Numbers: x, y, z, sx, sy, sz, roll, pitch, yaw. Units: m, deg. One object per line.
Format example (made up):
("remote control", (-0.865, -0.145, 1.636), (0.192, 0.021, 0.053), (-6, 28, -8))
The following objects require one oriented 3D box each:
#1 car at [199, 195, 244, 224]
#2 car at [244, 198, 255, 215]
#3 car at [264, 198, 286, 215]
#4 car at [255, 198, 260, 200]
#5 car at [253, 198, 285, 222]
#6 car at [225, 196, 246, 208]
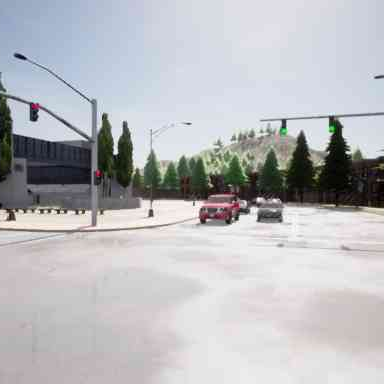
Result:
("car", (2.201, 1.221, 25.144), (2.150, 2.045, 5.566), (0, 0, 18))
("car", (5.104, 1.547, 34.883), (2.033, 1.411, 5.357), (0, 0, 15))
("car", (8.803, 1.491, 35.764), (2.128, 1.511, 4.902), (0, 0, 12))
("car", (9.881, 1.548, 48.636), (2.033, 1.411, 5.357), (0, 0, -5))
("car", (6.320, 1.505, 26.682), (1.837, 1.490, 4.892), (0, 0, 17))
("car", (6.318, 1.478, 49.138), (1.882, 1.535, 5.008), (0, 1, -6))
